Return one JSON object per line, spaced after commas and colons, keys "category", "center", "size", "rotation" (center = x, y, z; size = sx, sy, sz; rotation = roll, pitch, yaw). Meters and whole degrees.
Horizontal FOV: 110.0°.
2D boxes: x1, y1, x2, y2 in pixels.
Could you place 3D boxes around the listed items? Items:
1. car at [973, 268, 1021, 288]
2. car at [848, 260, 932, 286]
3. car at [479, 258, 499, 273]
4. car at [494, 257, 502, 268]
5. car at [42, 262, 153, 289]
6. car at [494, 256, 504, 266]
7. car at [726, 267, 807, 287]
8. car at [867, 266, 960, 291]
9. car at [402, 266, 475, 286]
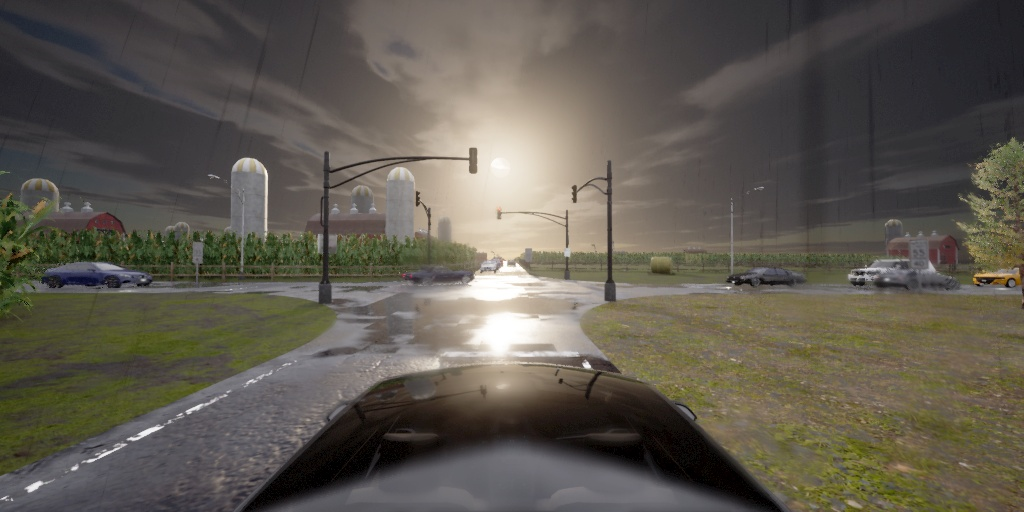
{"category": "car", "center": [38.836, 1.645, 27.806], "size": [5.008, 1.535, 1.882], "rotation": [1, -1, -5]}
{"category": "car", "center": [28.655, 1.291, 27.050], "size": [5.566, 2.045, 2.150], "rotation": [1, -1, -4]}
{"category": "car", "center": [-2.827, 1.312, 43.405], "size": [1.812, 1.442, 4.674], "rotation": [0, 0, -1]}
{"category": "car", "center": [-2.883, 1.325, 52.563], "size": [1.812, 1.442, 4.674], "rotation": [0, 0, 0]}
{"category": "car", "center": [-22.950, 1.063, 19.929], "size": [4.674, 1.442, 1.812], "rotation": [0, -1, -3]}
{"category": "car", "center": [-2.904, 1.295, 62.584], "size": [1.882, 1.535, 5.008], "rotation": [0, 0, 0]}
{"category": "car", "center": [18.670, 1.525, 26.339], "size": [5.357, 1.411, 2.033], "rotation": [1, -1, -8]}
{"category": "car", "center": [26.083, 1.530, 23.143], "size": [4.181, 1.385, 1.994], "rotation": [0, -1, -4]}
{"category": "car", "center": [-4.942, 1.327, 24.554], "size": [4.718, 1.301, 1.895], "rotation": [0, 0, -38]}
